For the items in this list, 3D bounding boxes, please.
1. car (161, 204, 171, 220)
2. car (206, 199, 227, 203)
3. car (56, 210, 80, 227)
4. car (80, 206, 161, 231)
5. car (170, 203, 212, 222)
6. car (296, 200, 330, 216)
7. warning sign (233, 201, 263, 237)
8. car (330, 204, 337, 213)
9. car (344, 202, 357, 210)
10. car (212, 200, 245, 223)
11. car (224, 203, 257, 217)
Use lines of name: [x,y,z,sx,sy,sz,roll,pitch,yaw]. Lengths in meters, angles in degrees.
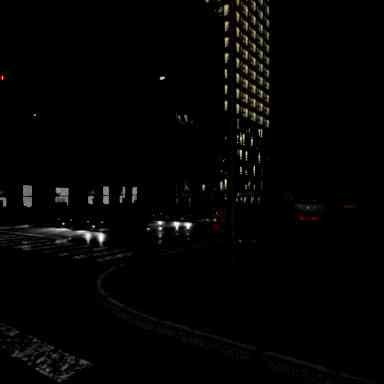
car: [-2.358,2.002,33.539,1.837,1.490,4.892,0,-1,33]
car: [3.176,1.902,42.160,2.150,2.045,5.566,0,-1,32]
car: [-7.540,1.873,25.460,2.033,1.411,5.357,0,-1,33]
car: [-4.883,1.874,23.582,2.033,1.411,5.357,0,-1,33]
car: [0.553,2.055,32.061,2.033,1.411,5.357,0,-1,33]
car: [16.088,2.066,44.001,2.150,2.045,5.566,0,-1,35]
warning sign: [3.124,1.454,18.531,1.300,1.860,1.060,1,1,33]
car: [21.811,2.596,52.990,1.994,1.385,4.181,0,-1,33]
car: [31.360,2.789,65.776,1.882,1.535,5.008,0,-1,33]
car: [4.155,1.885,31.289,2.097,1.767,4.553,0,-1,33]
car: [6.034,2.180,40.593,2.128,1.511,4.902,0,-1,33]
